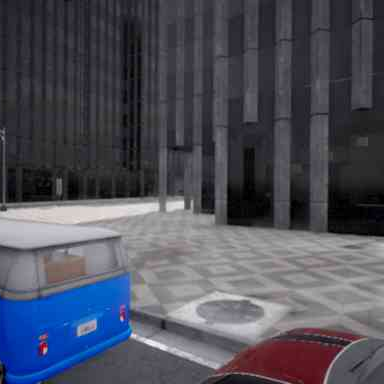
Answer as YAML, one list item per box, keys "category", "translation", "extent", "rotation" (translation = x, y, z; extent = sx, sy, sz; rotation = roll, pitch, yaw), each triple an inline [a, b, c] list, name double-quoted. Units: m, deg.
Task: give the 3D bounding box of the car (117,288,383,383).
- category: "car"
  translation: [1.784, 1.443, 1.694]
  extent: [4.097, 1.590, 1.967]
  rotation: [0, 0, 36]

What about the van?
- category: "van"
  translation: [-2.712, 1.318, 4.904]
  extent: [3.998, 1.788, 1.690]
  rotation: [0, 0, 36]
